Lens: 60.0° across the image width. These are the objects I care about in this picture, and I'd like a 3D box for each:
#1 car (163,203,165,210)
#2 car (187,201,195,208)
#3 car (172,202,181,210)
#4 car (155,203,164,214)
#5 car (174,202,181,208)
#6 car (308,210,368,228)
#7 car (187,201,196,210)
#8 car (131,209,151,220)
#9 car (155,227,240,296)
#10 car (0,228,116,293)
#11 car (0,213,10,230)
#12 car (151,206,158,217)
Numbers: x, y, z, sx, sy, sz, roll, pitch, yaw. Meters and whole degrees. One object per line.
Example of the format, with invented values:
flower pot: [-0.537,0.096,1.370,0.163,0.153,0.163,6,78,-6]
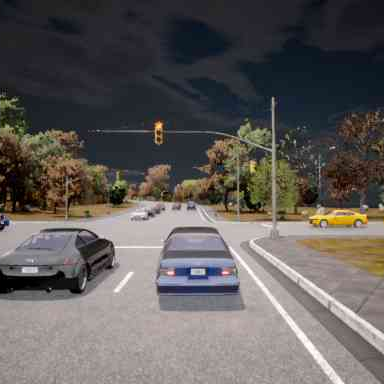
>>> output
car: [-7.181,3.328,75.209,2.097,1.767,4.553,0,0,0]
car: [-0.307,3.243,88.032,1.882,1.535,5.008,0,0,-4]
car: [-3.689,3.486,78.314,1.812,1.442,4.674,0,0,0]
car: [-7.194,3.536,65.045,2.033,1.411,5.357,0,0,0]
car: [-3.830,3.428,88.290,1.837,1.490,4.892,0,0,-4]
car: [12.970,2.368,29.698,5.008,1.535,1.882,0,-3,-2]
car: [-0.187,3.311,77.853,2.097,1.767,4.553,0,0,0]
car: [-7.217,3.146,46.279,1.812,1.442,4.674,0,-2,0]
car: [0.070,1.647,8.971,2.033,1.411,5.357,0,-1,-1]
car: [-3.443,1.665,9.081,1.994,1.385,4.181,0,-1,0]
car: [-15.959,1.839,23.705,5.566,2.045,2.150,-1,-3,8]
car: [-7.222,3.470,55.298,1.895,1.301,4.718,0,-1,0]
